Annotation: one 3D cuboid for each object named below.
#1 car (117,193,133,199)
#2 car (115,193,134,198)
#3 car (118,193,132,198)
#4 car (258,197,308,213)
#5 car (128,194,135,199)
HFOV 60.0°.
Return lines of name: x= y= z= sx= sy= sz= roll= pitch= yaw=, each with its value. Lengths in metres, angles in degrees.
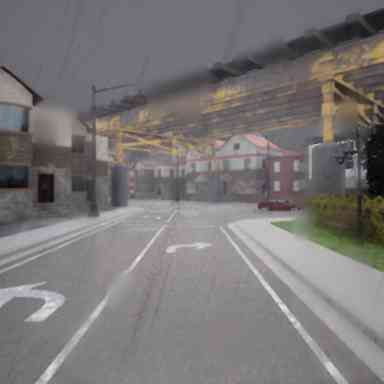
car: x=-17.501 y=1.043 z=86.706 sx=2.038 sy=1.542 sz=4.974 roll=0 pitch=0 yaw=15
car: x=-16.774 y=0.903 z=83.050 sx=4.536 sy=1.218 sz=1.853 roll=0 pitch=0 yaw=-15
car: x=-17.487 y=0.885 z=86.756 sx=1.853 sy=1.218 sz=4.536 roll=0 pitch=0 yaw=15
car: x=9.276 y=1.316 z=34.063 sx=5.008 sy=1.535 sz=1.882 roll=0 pitch=0 yaw=36
car: x=-16.824 y=1.060 z=83.037 sx=4.974 sy=1.542 sz=2.038 roll=0 pitch=0 yaw=-15
